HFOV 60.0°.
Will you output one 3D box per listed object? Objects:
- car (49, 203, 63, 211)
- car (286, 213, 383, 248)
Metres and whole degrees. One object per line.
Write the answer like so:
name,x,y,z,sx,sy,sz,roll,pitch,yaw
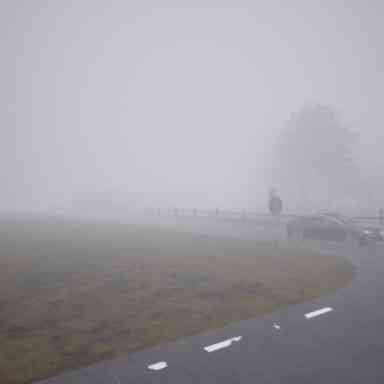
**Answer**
car,-26.924,2.973,65.712,1.837,1.490,4.892,0,-1,-34
car,6.819,1.767,16.109,2.128,1.511,4.902,-1,-2,-34
